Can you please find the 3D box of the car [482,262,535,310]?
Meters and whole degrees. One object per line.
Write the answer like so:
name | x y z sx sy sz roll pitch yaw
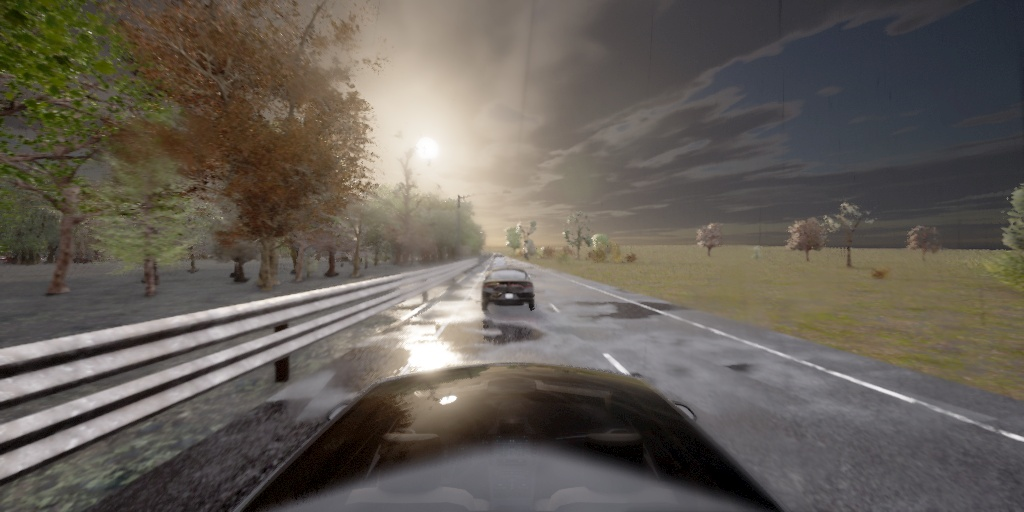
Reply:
car | -0.198 1.176 14.371 1.882 1.535 5.008 0 0 -2

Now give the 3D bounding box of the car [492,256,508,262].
car | -1.482 1.042 43.862 1.812 1.442 4.674 0 0 -3
